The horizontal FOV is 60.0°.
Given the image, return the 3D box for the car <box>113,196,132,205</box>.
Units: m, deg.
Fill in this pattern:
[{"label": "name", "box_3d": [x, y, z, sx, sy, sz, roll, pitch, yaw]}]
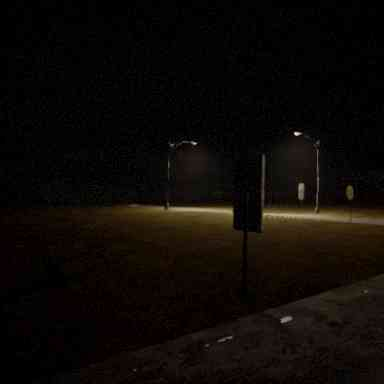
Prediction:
[{"label": "car", "box_3d": [-11.509, 1.396, 54.986, 1.994, 1.385, 4.181, 2, -2, -36]}]
